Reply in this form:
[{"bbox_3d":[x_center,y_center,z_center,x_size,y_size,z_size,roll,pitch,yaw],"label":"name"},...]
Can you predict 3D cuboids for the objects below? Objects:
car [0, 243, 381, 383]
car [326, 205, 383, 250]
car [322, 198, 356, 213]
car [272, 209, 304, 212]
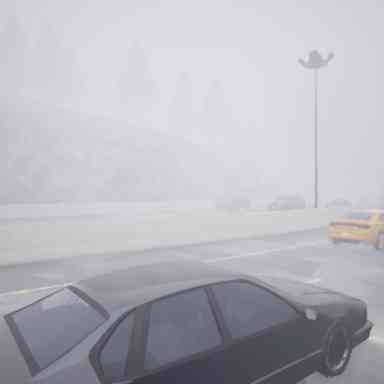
[{"bbox_3d":[-0.069,1.555,3.785,5.357,1.411,2.033,0,0,-37],"label":"car"},{"bbox_3d":[7.885,1.493,14.583,5.008,1.535,1.882,0,0,-40],"label":"car"},{"bbox_3d":[16.831,1.535,38.029,2.128,1.511,4.902,0,0,42],"label":"car"},{"bbox_3d":[10.504,1.269,36.398,2.150,2.045,5.566,0,0,44],"label":"car"}]
